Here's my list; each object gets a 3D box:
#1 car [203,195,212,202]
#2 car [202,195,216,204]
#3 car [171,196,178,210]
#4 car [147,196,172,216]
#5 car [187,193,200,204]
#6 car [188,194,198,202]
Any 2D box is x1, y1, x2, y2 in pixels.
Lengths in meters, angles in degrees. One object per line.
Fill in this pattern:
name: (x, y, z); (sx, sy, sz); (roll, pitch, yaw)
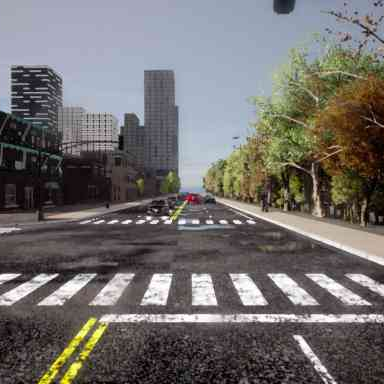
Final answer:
car: (3.402, 1.471, 73.082); (1.837, 1.490, 4.892); (0, 0, 0)
car: (3.482, 1.540, 63.126); (1.994, 1.385, 4.181); (0, 0, 0)
car: (-3.256, 1.549, 42.998); (1.994, 1.385, 4.181); (0, 0, 0)
car: (-3.282, 1.494, 33.066); (1.837, 1.490, 4.892); (0, 0, 0)
car: (0.228, 1.198, 62.214); (2.150, 2.045, 5.566); (0, 0, 1)
car: (0.164, 1.325, 72.781); (2.097, 1.767, 4.553); (0, 0, 0)
